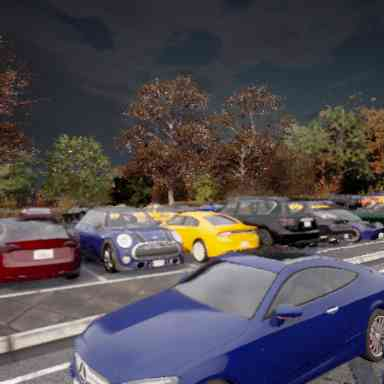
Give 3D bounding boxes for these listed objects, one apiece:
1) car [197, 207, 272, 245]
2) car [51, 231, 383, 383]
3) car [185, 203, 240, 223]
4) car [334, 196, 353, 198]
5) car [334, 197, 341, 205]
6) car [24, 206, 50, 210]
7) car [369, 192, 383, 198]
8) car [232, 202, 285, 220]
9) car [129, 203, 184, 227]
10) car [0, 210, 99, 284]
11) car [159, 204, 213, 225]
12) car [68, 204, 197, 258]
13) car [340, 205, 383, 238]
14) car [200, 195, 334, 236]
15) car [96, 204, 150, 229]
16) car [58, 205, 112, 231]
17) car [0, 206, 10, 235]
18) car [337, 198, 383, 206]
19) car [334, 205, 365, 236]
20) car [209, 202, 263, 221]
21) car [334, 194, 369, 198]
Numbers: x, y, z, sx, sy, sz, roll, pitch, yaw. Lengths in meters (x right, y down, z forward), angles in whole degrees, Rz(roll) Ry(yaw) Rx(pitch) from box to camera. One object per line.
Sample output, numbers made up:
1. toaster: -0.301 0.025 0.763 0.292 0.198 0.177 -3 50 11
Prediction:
1. car: 0.166 1.448 11.975 2.097 1.535 5.008 1 -1 -35
2. car: 0.886 1.529 4.339 4.674 1.442 1.812 0 -1 -36
3. car: 1.655 1.739 28.981 2.097 1.535 5.008 0 -1 -35
4. car: 15.354 1.592 38.587 2.097 1.535 5.008 -1 0 -35
5. car: 13.179 1.633 36.831 1.946 1.575 5.366 -1 0 -35
6. car: -9.775 1.640 20.990 2.002 1.452 4.674 1 -2 -35
7. car: 22.189 1.279 43.410 2.185 1.767 4.553 -2 0 -35
8. car: 6.331 1.725 32.254 2.231 1.521 4.892 0 -1 -35
9. car: -2.917 1.716 26.013 1.946 1.575 5.366 1 -1 -35
10. car: -4.413 1.376 8.813 2.163 1.488 4.792 1 -2 -35
11. car: -0.617 1.763 27.360 2.163 1.488 4.792 0 -1 -35
12. car: -2.131 1.275 10.415 2.185 1.767 4.553 1 -2 -35
13. car: 7.031 1.561 16.750 2.163 1.488 4.792 0 -1 -35
14. car: 2.436 1.235 13.610 2.435 2.045 5.566 1 -1 -35
15. car: -5.207 1.688 24.411 1.946 1.575 5.366 1 -1 -35
16. car: -7.404 1.680 22.681 2.163 1.488 4.792 1 -2 -35
17. car: -12.057 1.586 19.394 2.002 1.452 4.674 1 -2 -35
18. car: 11.603 1.407 19.951 2.185 1.767 4.553 0 -1 -35
19. car: 4.741 1.515 15.175 2.231 1.521 4.892 0 -1 -35
20. car: 3.941 1.737 30.581 2.097 1.535 5.008 0 -1 -35
21. car: 17.619 1.287 40.206 2.435 2.045 5.566 -1 0 -35
